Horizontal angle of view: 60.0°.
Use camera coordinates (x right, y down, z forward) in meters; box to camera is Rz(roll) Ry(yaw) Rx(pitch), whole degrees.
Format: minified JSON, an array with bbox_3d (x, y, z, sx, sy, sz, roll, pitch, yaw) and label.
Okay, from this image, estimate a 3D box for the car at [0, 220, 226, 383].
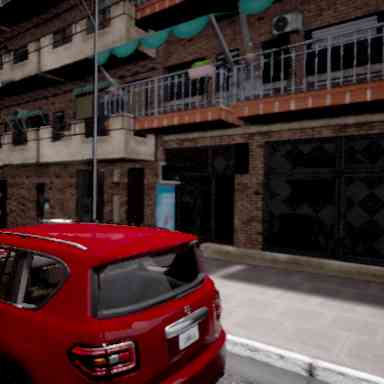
[{"bbox_3d":[-1.970,1.309,4.220,5.009,1.841,2.192,0,1,36],"label":"car"}]
